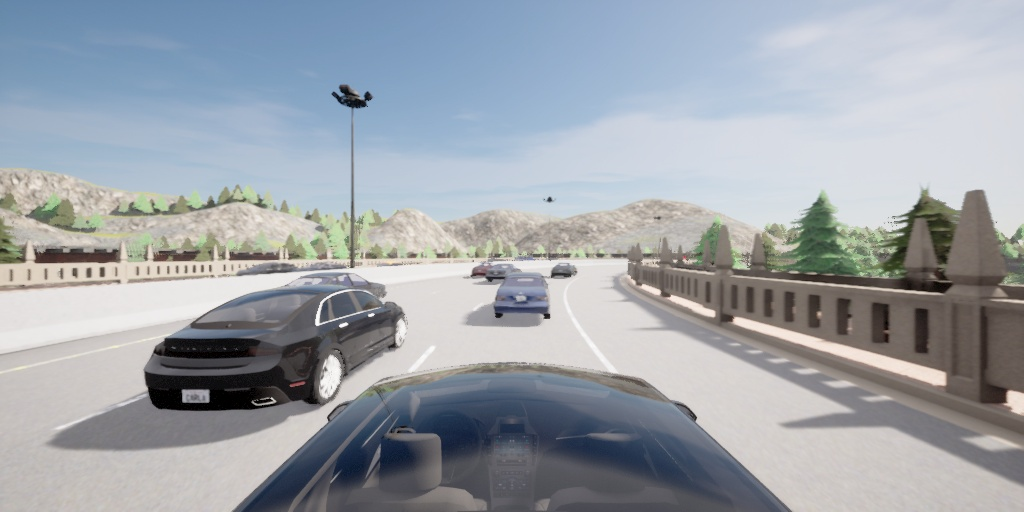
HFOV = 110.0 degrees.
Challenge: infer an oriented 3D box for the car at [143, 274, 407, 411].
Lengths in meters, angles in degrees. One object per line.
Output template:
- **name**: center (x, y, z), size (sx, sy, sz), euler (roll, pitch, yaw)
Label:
- **car**: center (-3.336, 1.252, 6.261), size (1.837, 1.490, 4.892), euler (0, 0, 1)

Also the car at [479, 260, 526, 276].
- **car**: center (-0.521, 1.283, 28.054), size (2.033, 1.411, 5.357), euler (0, 0, 14)

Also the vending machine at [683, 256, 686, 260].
- **vending machine**: center (27.823, 0.910, 58.210), size (1.100, 2.100, 0.880), euler (0, 0, 42)

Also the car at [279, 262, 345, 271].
- **car**: center (-15.009, 1.227, 27.977), size (2.128, 1.511, 4.902), euler (0, 0, 13)

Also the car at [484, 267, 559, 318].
- **car**: center (0.481, 1.291, 13.026), size (2.033, 1.411, 5.357), euler (0, 0, 5)

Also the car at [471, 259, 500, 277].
- **car**: center (-2.294, 1.295, 34.250), size (1.994, 1.385, 4.181), euler (0, 0, 17)

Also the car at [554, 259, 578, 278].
- **car**: center (5.031, 1.295, 34.100), size (1.994, 1.385, 4.181), euler (0, 0, 19)

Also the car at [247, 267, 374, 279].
- **car**: center (-6.516, 1.291, 13.159), size (2.033, 1.411, 5.357), euler (0, 0, 5)

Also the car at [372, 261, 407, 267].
- **car**: center (-10.763, 1.212, 30.827), size (1.882, 1.535, 5.008), euler (0, 0, 15)

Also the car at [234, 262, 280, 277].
- **car**: center (-18.661, 1.241, 27.642), size (1.837, 1.490, 4.892), euler (0, 0, 12)
